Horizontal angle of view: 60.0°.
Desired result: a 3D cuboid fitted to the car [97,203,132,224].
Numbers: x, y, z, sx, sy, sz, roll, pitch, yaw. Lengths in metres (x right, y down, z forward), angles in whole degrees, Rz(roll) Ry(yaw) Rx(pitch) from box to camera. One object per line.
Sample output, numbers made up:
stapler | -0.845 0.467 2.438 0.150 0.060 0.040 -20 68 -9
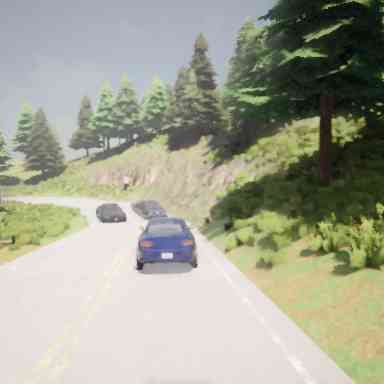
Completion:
car | -6.714 1.693 27.749 1.994 1.385 4.181 -2 8 -24

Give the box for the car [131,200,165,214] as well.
car | -4.009 1.426 30.267 2.033 1.411 5.357 -2 10 -26

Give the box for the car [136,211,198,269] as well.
car | -0.859 1.591 11.391 1.812 1.442 4.674 -1 0 -5
